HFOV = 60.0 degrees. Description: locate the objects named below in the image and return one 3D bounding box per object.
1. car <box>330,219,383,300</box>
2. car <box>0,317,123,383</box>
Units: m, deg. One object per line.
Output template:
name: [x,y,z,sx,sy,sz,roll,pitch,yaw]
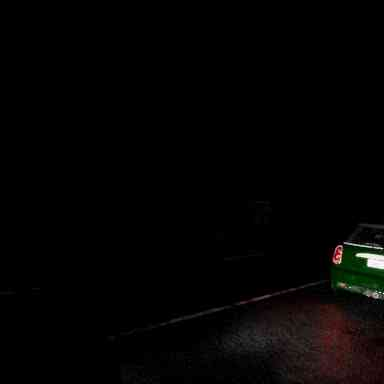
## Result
car: [5.140,1.352,7.404,4.553,1.767,2.097,0,0,-35]
car: [-2.774,1.492,1.771,4.902,1.511,2.128,0,0,-36]
